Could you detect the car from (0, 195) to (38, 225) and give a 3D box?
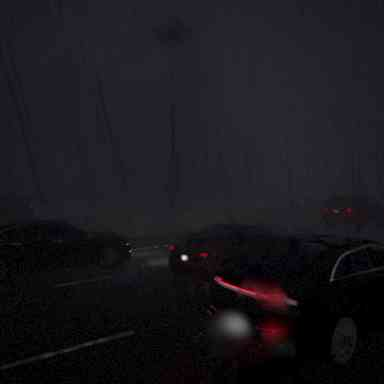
[{"bbox_3d":[-14.356,1.266,23.943,5.566,2.045,2.150,0,0,-37],"label":"car"}]

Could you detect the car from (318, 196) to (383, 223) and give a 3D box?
[{"bbox_3d":[10.557,1.249,21.568,5.566,2.045,2.150,0,0,-42],"label":"car"}]

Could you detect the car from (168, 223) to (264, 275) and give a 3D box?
[{"bbox_3d":[1.403,1.578,9.333,4.181,1.385,1.994,0,0,-37],"label":"car"}]

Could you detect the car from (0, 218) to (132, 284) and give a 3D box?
[{"bbox_3d":[-4.125,1.522,9.529,4.892,1.490,1.837,0,0,-36],"label":"car"}]

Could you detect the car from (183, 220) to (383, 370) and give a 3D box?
[{"bbox_3d":[2.498,1.500,5.768,4.902,1.511,2.128,0,0,-37],"label":"car"}]

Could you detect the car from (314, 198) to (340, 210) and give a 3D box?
[{"bbox_3d":[18.144,1.585,44.705,1.812,1.442,4.674,0,0,41],"label":"car"}]
